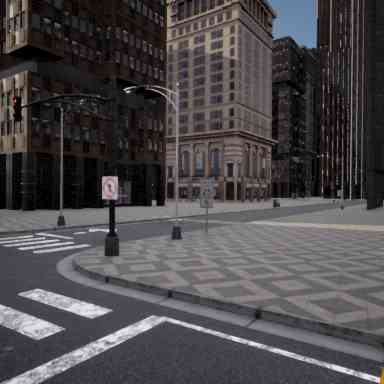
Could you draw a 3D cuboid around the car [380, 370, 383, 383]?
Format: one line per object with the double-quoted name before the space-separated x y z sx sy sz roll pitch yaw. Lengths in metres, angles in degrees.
"car" 3.507 1.478 1.192 5.008 1.535 1.882 0 0 35
